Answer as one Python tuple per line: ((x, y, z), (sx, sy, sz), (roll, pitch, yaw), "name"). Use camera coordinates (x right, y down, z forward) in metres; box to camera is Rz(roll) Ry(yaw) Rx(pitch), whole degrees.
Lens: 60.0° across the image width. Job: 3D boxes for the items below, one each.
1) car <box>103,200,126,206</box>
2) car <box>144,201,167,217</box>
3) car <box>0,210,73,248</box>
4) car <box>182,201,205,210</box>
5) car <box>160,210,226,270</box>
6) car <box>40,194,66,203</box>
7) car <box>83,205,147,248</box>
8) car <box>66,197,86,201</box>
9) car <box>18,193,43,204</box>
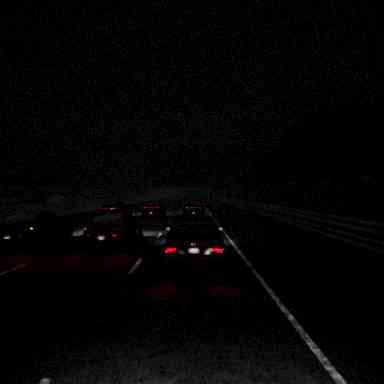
((-6.844, 1.525, 29.882), (1.837, 1.490, 4.892), (0, 0, 1), "car")
((-3.345, 1.511, 29.789), (2.128, 1.511, 4.902), (0, 0, 1), "car")
((-6.887, 1.536, 14.789), (1.812, 1.442, 4.674), (0, 0, 1), "car")
((0.155, 1.511, 29.755), (2.128, 1.511, 4.902), (0, 0, 1), "car")
((0.077, 1.556, 11.059), (2.033, 1.411, 5.357), (0, 0, 1), "car")
((-20.926, 1.502, 51.302), (1.882, 1.535, 5.008), (0, 0, 1), "car")
((-3.387, 1.537, 14.782), (1.812, 1.442, 4.674), (0, 0, 0), "car")
((-17.429, 1.551, 51.560), (1.812, 1.442, 4.674), (0, 0, 0), "car")
((-24.423, 1.245, 51.233), (2.150, 2.045, 5.566), (0, 0, 1), "car")
